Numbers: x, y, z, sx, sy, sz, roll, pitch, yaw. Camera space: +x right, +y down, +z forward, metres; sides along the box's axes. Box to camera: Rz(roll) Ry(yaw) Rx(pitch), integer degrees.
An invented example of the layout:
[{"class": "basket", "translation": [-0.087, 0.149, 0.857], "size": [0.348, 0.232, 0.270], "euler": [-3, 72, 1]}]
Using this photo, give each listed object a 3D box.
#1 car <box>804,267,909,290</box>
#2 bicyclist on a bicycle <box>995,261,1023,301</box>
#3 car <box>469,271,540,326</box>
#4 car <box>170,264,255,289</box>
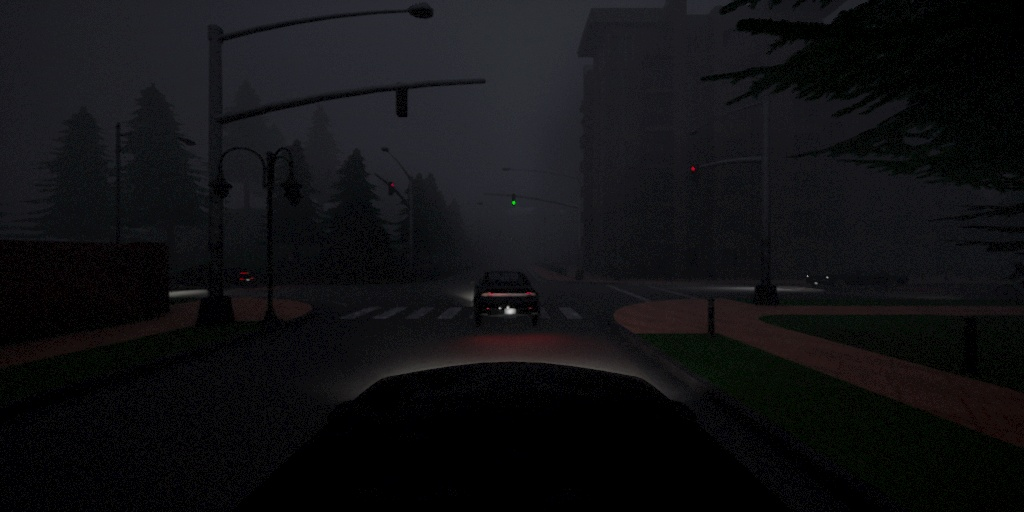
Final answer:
[{"class": "car", "translation": [20.539, 1.328, 21.575], "size": [4.718, 1.301, 1.895], "euler": [0, 0, 1]}, {"class": "bicyclist on a bicycle", "translation": [20.104, 1.041, 14.100], "size": [0.582, 1.620, 1.656], "euler": [0, 0, 1]}, {"class": "car", "translation": [-0.331, 1.226, 11.709], "size": [2.128, 1.511, 4.902], "euler": [0, 0, -7]}, {"class": "car", "translation": [-18.886, 1.232, 22.409], "size": [4.892, 1.490, 1.837], "euler": [0, 0, 1]}]
